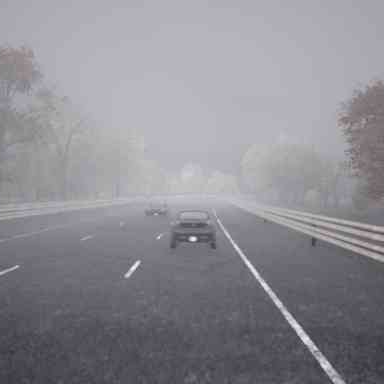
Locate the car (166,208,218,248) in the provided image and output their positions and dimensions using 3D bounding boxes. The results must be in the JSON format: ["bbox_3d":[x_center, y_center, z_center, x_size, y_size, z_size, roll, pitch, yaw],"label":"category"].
[{"bbox_3d":[0.082,1.522,14.875,1.837,1.490,4.892,0,0,1],"label":"car"}]

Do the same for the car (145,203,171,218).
[{"bbox_3d":[-3.021,1.624,30.735,1.895,1.301,4.718,0,0,2],"label":"car"}]
